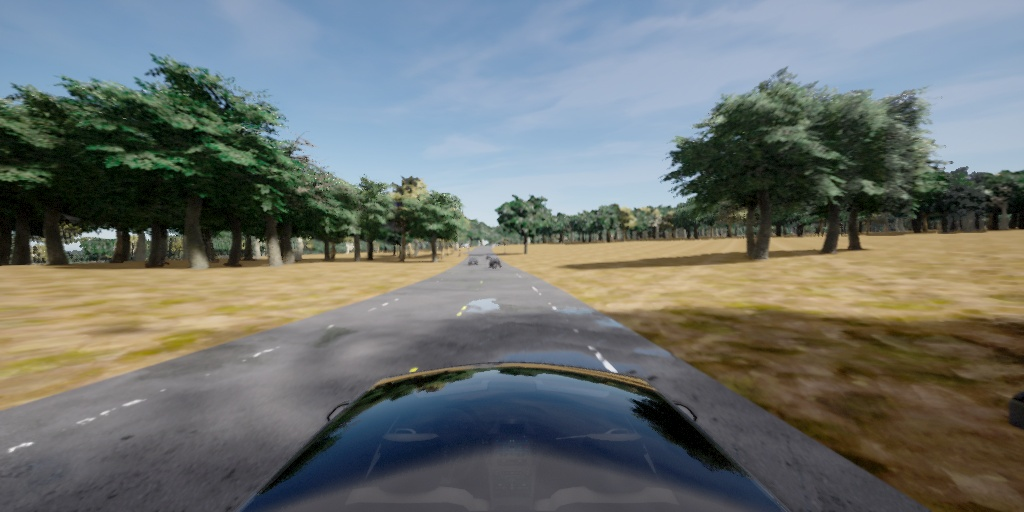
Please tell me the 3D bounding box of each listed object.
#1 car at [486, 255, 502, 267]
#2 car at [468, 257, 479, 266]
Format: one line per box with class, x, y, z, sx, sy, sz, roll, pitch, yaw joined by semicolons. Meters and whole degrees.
car;-2.770;1.056;58.258;1.837;1.490;4.892;0;1;-5
car;-6.952;0.984;64.842;1.837;1.490;4.892;0;1;-4
